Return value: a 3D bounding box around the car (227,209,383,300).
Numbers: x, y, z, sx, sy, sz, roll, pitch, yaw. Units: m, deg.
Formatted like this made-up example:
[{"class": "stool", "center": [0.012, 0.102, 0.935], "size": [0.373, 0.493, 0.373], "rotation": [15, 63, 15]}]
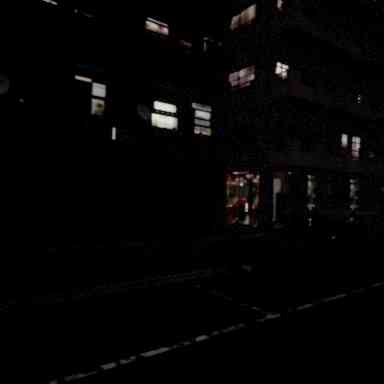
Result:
[{"class": "car", "center": [3.280, 1.415, 8.880], "size": [5.009, 1.841, 2.192], "rotation": [1, 1, -35]}]
